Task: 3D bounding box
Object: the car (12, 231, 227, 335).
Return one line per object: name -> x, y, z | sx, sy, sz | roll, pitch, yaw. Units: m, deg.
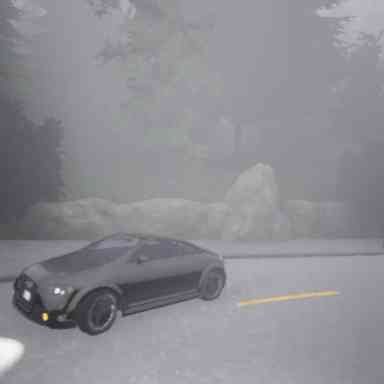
car -> -1.185, 1.524, 6.664 | 4.181, 1.385, 1.994 | 3, 0, -44
